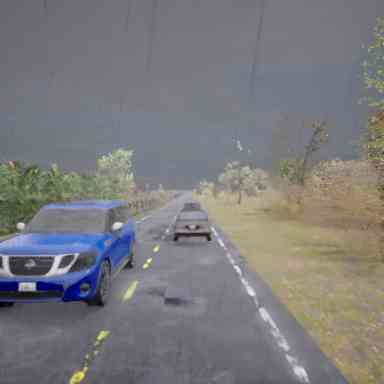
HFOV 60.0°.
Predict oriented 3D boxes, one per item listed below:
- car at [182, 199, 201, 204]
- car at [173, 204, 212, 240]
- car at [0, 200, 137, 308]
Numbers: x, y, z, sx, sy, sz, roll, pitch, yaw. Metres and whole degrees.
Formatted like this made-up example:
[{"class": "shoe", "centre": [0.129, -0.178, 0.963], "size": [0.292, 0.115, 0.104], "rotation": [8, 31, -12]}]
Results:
[{"class": "car", "centre": [-0.067, 1.594, 38.109], "size": [1.837, 1.490, 4.892], "rotation": [0, 0, 0]}, {"class": "car", "centre": [0.016, 1.596, 17.181], "size": [2.033, 1.411, 5.357], "rotation": [0, 0, 0]}, {"class": "car", "centre": [-2.788, 1.254, 8.372], "size": [2.150, 2.045, 5.566], "rotation": [0, 0, 0]}]
